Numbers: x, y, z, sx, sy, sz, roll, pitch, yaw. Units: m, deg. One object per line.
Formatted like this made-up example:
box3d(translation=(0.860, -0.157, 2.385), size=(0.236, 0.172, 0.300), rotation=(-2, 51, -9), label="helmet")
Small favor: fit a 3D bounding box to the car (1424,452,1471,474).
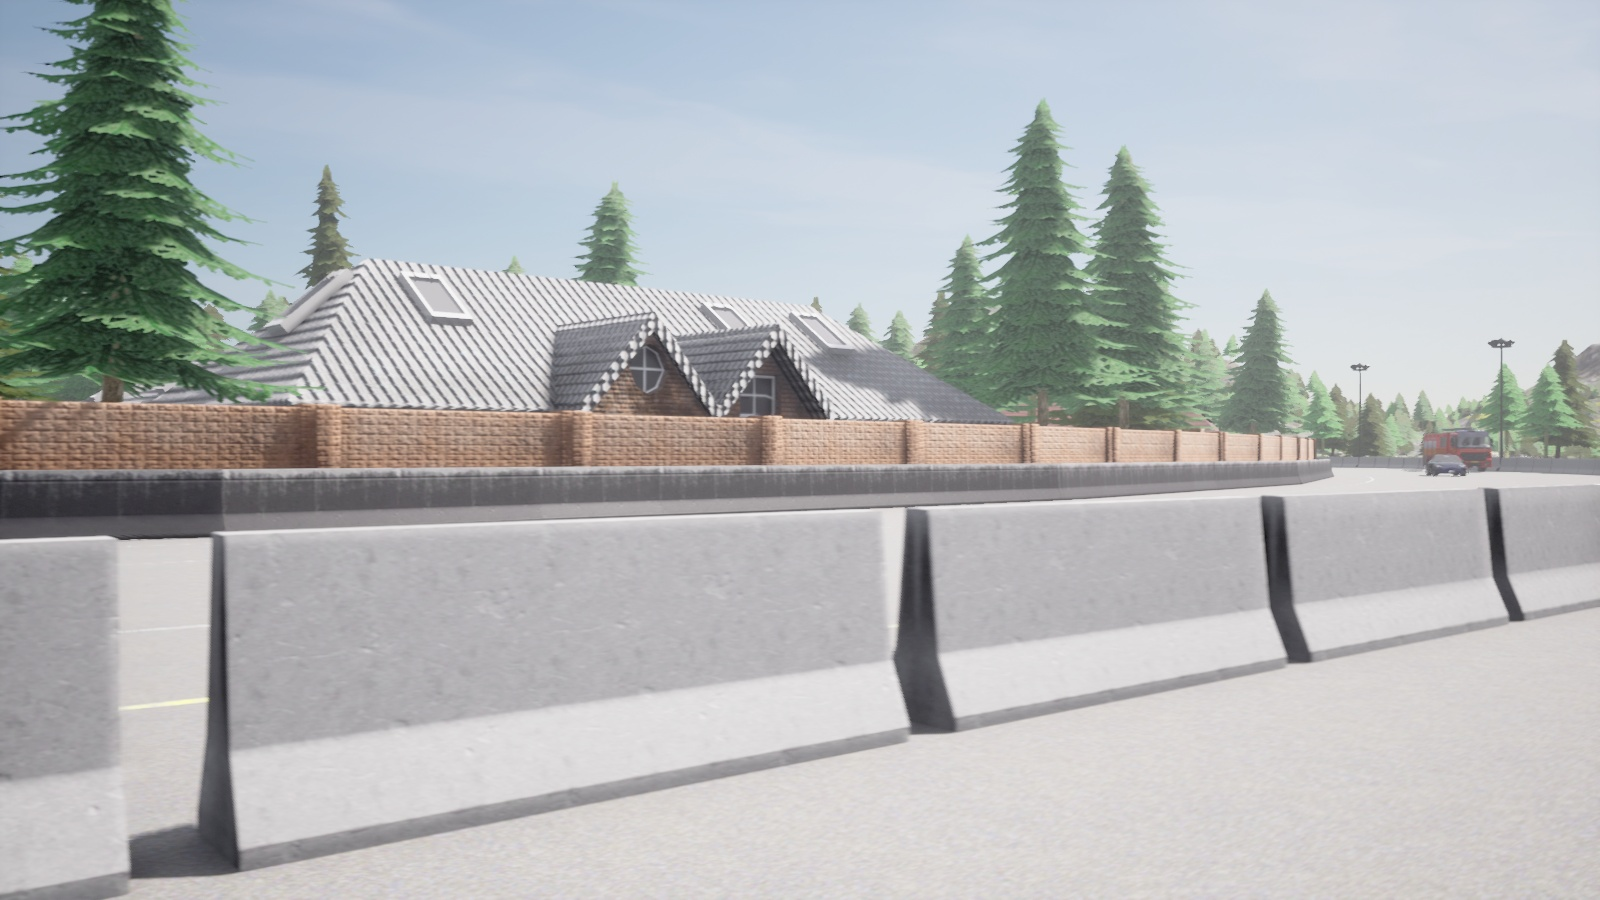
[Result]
box3d(translation=(44.231, 0.872, 85.862), size=(2.163, 1.488, 4.792), rotation=(0, 0, 19), label="car")
